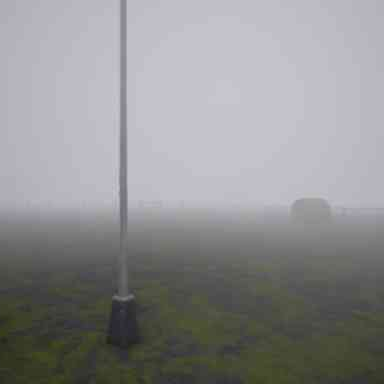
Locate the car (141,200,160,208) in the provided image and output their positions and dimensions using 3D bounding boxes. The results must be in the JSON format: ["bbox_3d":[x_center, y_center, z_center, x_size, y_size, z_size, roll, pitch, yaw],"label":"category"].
[{"bbox_3d":[-7.616,2.166,61.037,1.812,1.442,4.674,-1,-2,36],"label":"car"}]
